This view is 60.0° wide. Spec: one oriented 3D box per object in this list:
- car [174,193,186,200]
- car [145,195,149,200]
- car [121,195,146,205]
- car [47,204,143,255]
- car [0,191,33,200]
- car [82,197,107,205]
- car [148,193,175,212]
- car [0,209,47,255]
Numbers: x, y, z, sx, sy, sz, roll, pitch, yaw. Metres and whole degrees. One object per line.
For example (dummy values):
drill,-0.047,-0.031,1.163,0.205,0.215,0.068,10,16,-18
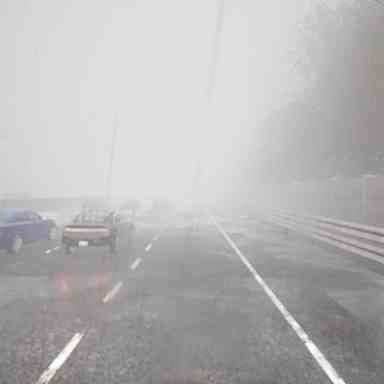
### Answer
car,-3.457,1.480,92.192,1.812,1.442,4.674,1,0,0
car,-10.461,1.339,78.084,1.882,1.535,5.008,1,0,0
car,-6.976,1.454,38.489,2.033,1.411,5.357,1,0,0
car,-3.487,1.445,13.105,2.128,1.511,4.902,1,0,0
car,-20.977,0.941,39.412,2.150,2.045,5.566,1,0,0
car,-10.475,1.366,36.093,1.837,1.490,4.892,1,0,0
car,-3.476,1.305,38.535,2.097,1.767,4.553,1,0,0
car,-6.987,1.384,12.967,1.882,1.535,5.008,1,0,0
